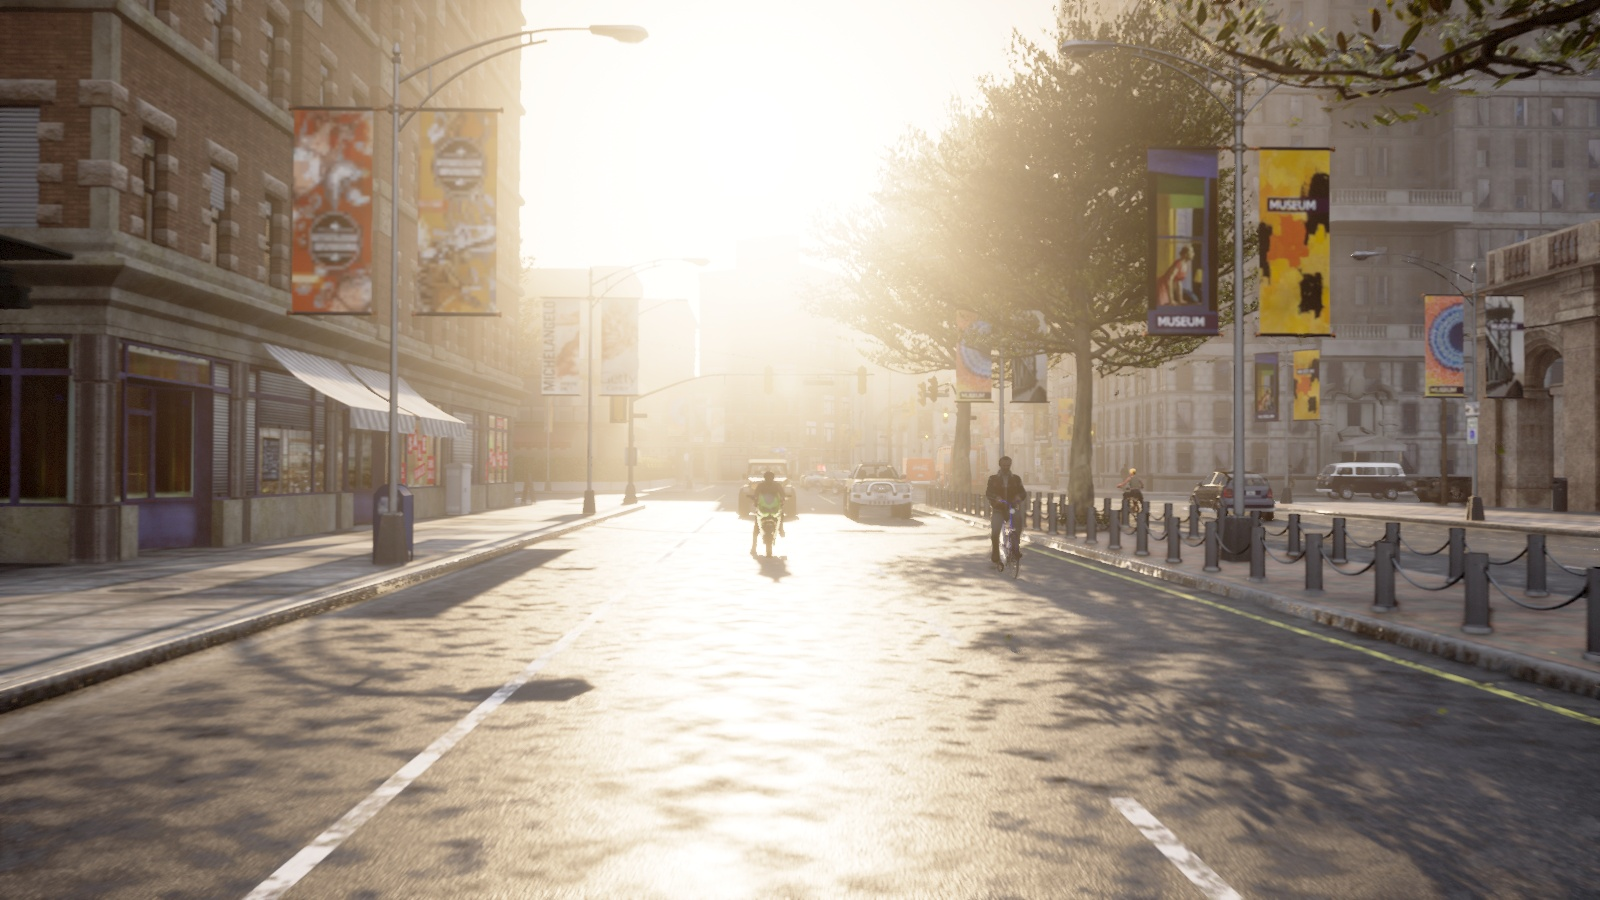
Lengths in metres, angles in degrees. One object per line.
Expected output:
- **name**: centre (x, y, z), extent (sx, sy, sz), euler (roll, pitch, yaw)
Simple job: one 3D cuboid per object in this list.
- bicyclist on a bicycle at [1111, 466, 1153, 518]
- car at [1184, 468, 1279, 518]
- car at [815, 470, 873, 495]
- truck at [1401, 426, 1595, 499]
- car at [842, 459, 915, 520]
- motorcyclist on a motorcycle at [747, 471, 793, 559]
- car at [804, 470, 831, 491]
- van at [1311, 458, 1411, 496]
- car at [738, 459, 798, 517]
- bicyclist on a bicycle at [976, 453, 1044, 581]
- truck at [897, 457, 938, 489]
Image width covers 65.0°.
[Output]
- **bicyclist on a bicycle**: centre (10.380, 1.298, 39.269), extent (0.866, 1.612, 1.509), euler (0, -1, -1)
- **car**: centre (13.938, 1.350, 40.771), extent (1.789, 1.549, 3.705), euler (0, -1, 0)
- **car**: centre (2.670, 1.963, 77.283), extent (2.163, 1.488, 4.792), euler (0, -1, -16)
- **truck**: centre (34.157, 0.626, 61.627), extent (7.936, 3.462, 2.891), euler (0, -1, -2)
- **car**: centre (2.471, 1.228, 40.539), extent (1.932, 1.855, 4.605), euler (0, -1, -1)
- **motorcyclist on a motorcycle**: centre (-0.545, 1.139, 22.835), extent (0.797, 1.523, 2.044), euler (0, -1, -1)
- **car**: centre (1.266, 2.201, 91.880), extent (1.816, 1.474, 4.193), euler (0, -1, -1)
- **van**: centre (30.567, 1.452, 68.511), extent (4.480, 2.038, 2.069), euler (0, -1, -2)
- **car**: centre (-1.070, 1.246, 42.253), extent (1.905, 1.878, 3.866), euler (0, -1, -1)
- **bicyclist on a bicycle**: centre (3.037, 0.947, 18.344), extent (0.659, 1.776, 1.843), euler (0, -1, 0)
- **truck**: centre (9.122, 1.769, 98.034), extent (2.627, 2.467, 5.204), euler (0, 0, -1)
